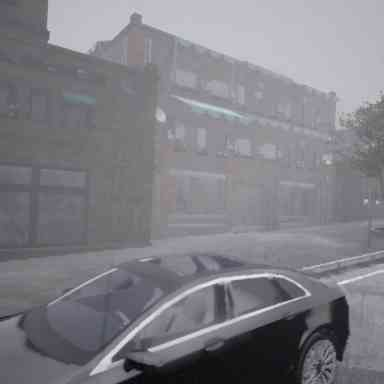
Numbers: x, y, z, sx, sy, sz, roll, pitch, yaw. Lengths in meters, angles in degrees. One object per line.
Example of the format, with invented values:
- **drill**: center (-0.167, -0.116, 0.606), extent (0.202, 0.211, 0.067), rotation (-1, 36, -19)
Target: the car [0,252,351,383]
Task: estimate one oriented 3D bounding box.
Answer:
- **car**: center (-0.288, 1.493, 3.483), extent (4.902, 1.511, 2.128), rotation (0, 0, -36)
